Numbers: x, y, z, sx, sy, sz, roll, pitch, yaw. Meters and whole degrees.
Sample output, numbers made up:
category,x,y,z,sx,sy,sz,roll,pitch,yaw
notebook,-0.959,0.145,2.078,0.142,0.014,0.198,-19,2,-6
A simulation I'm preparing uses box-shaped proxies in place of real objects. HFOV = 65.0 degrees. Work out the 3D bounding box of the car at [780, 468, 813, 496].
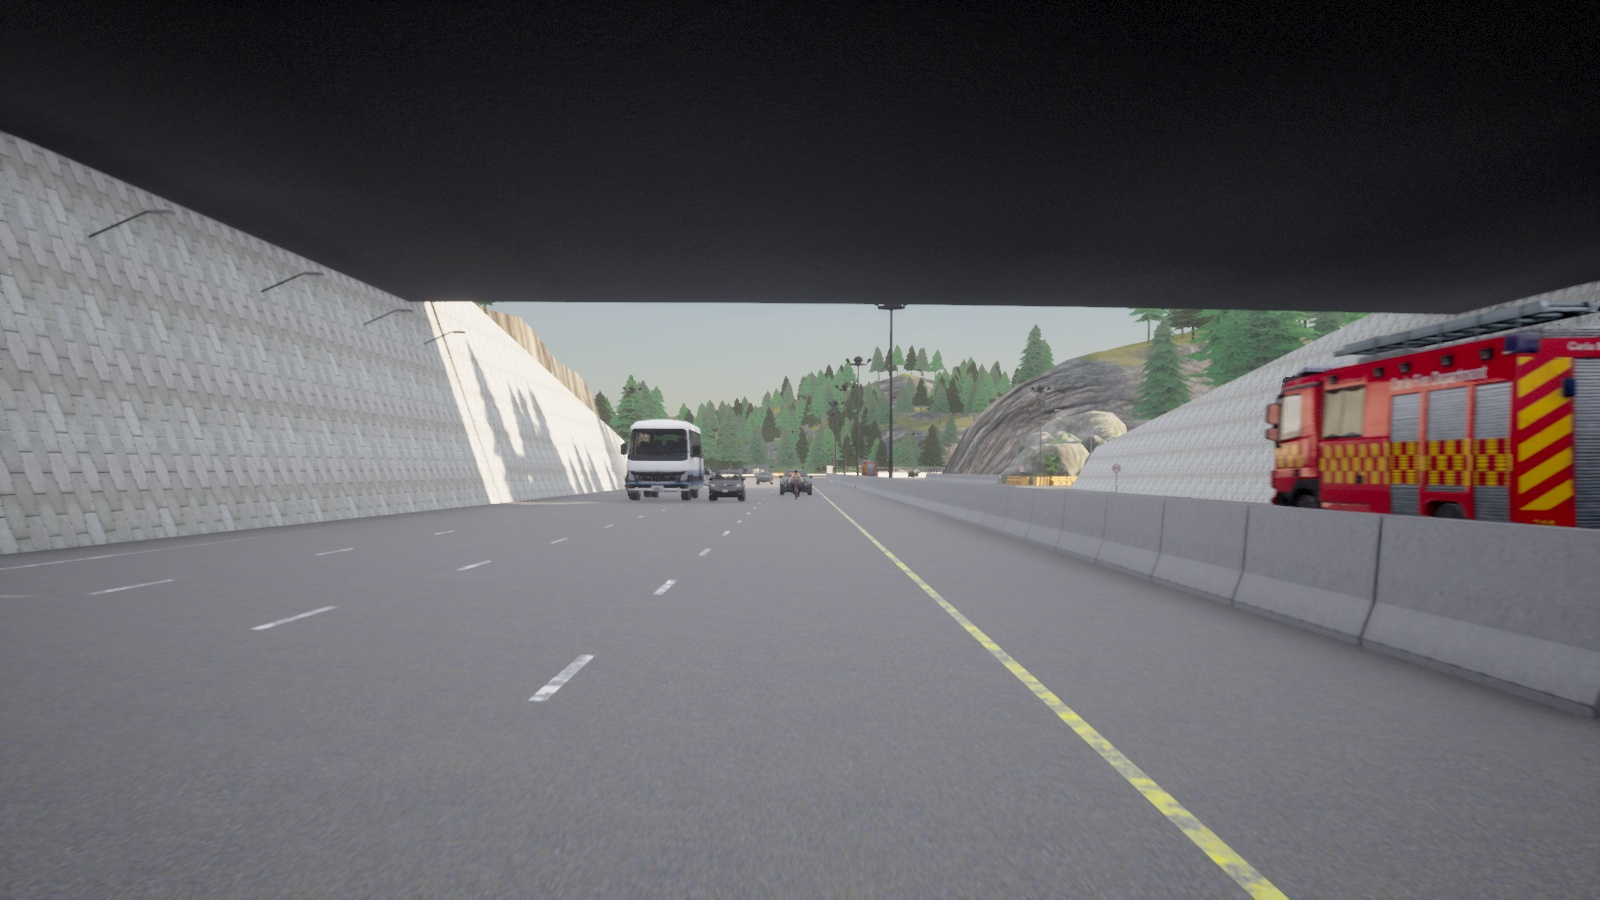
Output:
category,x,y,z,sx,sy,sz,roll,pitch,yaw
car,-0.249,2.040,81.545,2.097,1.767,4.553,0,-1,0

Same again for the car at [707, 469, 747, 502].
category,x,y,z,sx,sy,sz,roll,pitch,yaw
car,-3.687,1.799,63.982,1.851,1.617,3.988,0,-1,0

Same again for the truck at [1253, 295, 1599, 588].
category,x,y,z,sx,sy,sz,roll,pitch,yaw
truck,10.445,-0.047,20.636,2.891,3.827,8.468,0,-1,0

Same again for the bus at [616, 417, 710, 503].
category,x,y,z,sx,sy,sz,roll,pitch,yaw
bus,-7.205,0.599,67.649,3.944,4.253,10.273,0,-1,0
